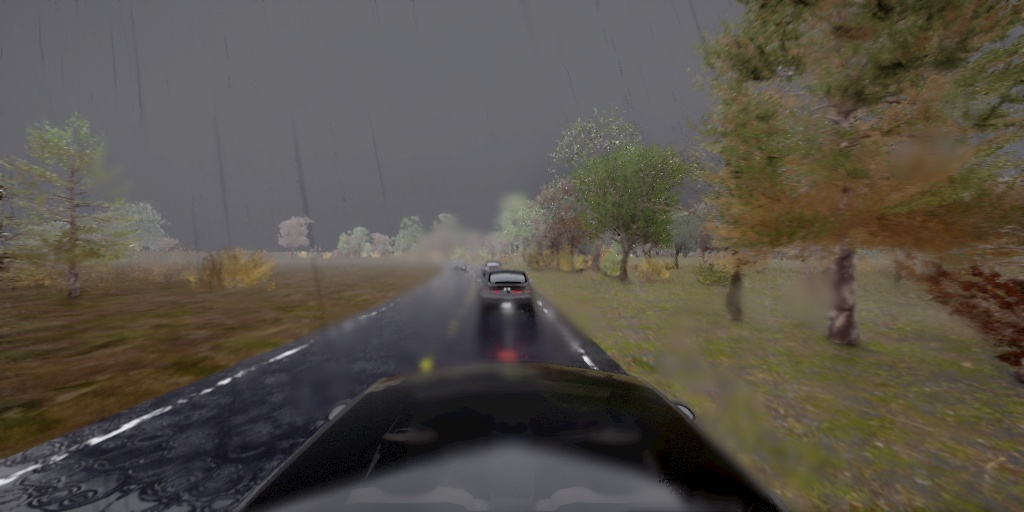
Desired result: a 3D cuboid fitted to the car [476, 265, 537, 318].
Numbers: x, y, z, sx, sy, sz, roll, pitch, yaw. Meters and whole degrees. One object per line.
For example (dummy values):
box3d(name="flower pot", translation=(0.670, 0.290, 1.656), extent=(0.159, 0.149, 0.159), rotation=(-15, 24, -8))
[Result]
box3d(name="car", translation=(-0.207, 1.228, 12.922), extent=(1.837, 1.490, 4.892), rotation=(0, 0, -2))

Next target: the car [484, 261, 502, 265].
box3d(name="car", translation=(-1.821, 1.197, 33.493), extent=(1.812, 1.442, 4.674), rotation=(0, 0, -6))

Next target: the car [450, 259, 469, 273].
box3d(name="car", translation=(-6.005, 1.157, 41.065), extent=(1.837, 1.490, 4.892), rotation=(0, 1, -8))
